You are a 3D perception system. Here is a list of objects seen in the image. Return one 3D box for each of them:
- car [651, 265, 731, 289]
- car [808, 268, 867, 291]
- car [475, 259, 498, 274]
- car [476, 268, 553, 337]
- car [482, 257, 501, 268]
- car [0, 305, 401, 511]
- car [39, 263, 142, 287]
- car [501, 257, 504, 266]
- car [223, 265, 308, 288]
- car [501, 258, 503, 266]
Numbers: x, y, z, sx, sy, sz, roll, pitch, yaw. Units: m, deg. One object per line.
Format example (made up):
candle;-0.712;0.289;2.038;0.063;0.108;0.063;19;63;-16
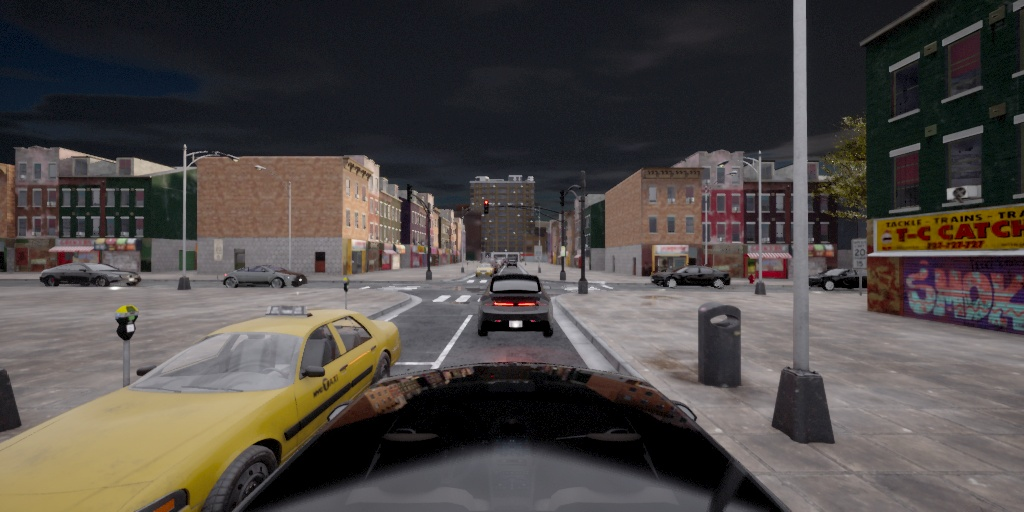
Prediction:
car;12.048;1.390;24.326;5.008;1.535;1.882;1;0;0
car;22.384;1.546;24.389;5.008;1.535;1.882;1;0;-1
car;-2.684;1.302;35.916;1.751;1.417;4.829;0;0;0
car;0.084;1.257;10.342;1.837;1.490;4.892;0;0;0
car;-2.692;1.100;41.529;2.192;1.841;5.009;0;0;0
car;-2.641;1.276;3.959;1.751;1.417;4.829;0;0;0
car;-24.797;1.110;21.139;4.674;1.442;1.812;0;0;-1
car;-2.721;1.358;63.134;1.751;1.417;4.829;0;0;0
car;-14.504;1.220;21.203;4.181;1.385;1.994;0;0;0
car;-2.707;1.357;52.417;2.007;1.370;4.403;0;0;0
